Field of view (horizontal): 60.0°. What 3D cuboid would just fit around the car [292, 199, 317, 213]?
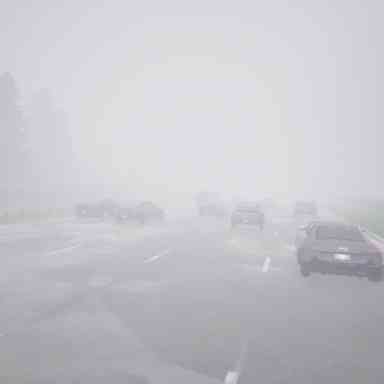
[{"bbox_3d":[9.852,1.348,29.078,2.128,1.511,4.902,1,1,16],"label":"car"}]

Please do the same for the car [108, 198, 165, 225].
[{"bbox_3d":[-3.293,1.246,21.646,1.812,1.442,4.674,1,1,16],"label":"car"}]

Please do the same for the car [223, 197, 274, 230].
[{"bbox_3d":[3.577,1.338,20.202,2.128,1.511,4.902,1,1,16],"label":"car"}]

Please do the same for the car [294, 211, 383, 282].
[{"bbox_3d":[4.187,1.524,9.929,1.994,1.385,4.181,1,1,16],"label":"car"}]

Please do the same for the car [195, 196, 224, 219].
[{"bbox_3d":[1.802,1.279,26.536,1.812,1.442,4.674,1,1,17],"label":"car"}]

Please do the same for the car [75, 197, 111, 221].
[{"bbox_3d":[-6.289,1.128,23.856,1.882,1.535,5.008,1,1,16],"label":"car"}]

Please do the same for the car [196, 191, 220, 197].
[{"bbox_3d":[1.984,0.848,39.470,2.150,2.045,5.566,1,1,16],"label":"car"}]

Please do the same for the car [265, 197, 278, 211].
[{"bbox_3d":[8.397,1.306,36.495,2.033,1.411,5.357,1,1,16],"label":"car"}]
